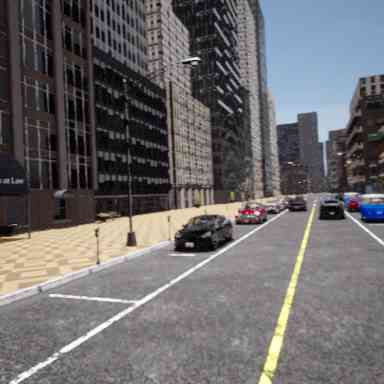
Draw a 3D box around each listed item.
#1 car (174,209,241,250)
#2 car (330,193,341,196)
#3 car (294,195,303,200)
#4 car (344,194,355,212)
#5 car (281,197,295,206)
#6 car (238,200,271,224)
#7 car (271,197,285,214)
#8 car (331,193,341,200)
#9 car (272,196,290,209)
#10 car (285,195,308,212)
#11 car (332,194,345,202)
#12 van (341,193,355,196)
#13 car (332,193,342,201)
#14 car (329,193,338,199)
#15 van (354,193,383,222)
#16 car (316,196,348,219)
[{"bbox_3d":[0.663,1.719,15.269,1.947,1.339,4.313,-3,-1,21],"label":"car"},{"bbox_3d":[15.729,1.266,38.743,2.128,1.511,4.902,-3,-1,21],"label":"car"},{"bbox_3d":[28.149,1.431,87.539,1.947,1.339,4.313,-3,-1,21],"label":"car"},{"bbox_3d":[16.339,1.218,32.939,1.887,1.381,4.507,-3,-1,21],"label":"car"},{"bbox_3d":[16.369,1.538,56.566,1.947,1.339,4.313,-3,-1,21],"label":"car"},{"bbox_3d":[4.583,1.544,25.596,1.967,1.590,4.097,-3,-1,21],"label":"car"},{"bbox_3d":[8.514,1.609,35.917,2.008,1.369,4.403,-3,-1,21],"label":"car"},{"bbox_3d":[32.104,1.038,74.396,1.752,1.417,4.829,-3,-1,21],"label":"car"},{"bbox_3d":[12.436,1.455,46.244,1.967,1.590,4.097,-3,-1,21],"label":"car"},{"bbox_3d":[11.942,1.404,37.503,1.882,1.535,5.008,-3,-1,21],"label":"car"},{"bbox_3d":[28.120,1.114,63.912,1.947,1.339,4.313,-3,-1,21],"label":"car"},{"bbox_3d":[18.293,0.993,38.104,1.690,1.788,3.998,-3,-1,21],"label":"van"},{"bbox_3d":[30.142,1.055,69.233,1.752,1.417,4.829,-3,-1,21],"label":"car"},{"bbox_3d":[35.972,1.025,84.561,1.887,1.381,4.507,-3,-1,21],"label":"car"},{"bbox_3d":[12.403,1.060,22.619,1.690,1.788,3.998,-3,-1,21],"label":"van"},{"bbox_3d":[11.225,1.329,26.885,1.837,1.490,4.892,-3,-1,21],"label":"car"}]
